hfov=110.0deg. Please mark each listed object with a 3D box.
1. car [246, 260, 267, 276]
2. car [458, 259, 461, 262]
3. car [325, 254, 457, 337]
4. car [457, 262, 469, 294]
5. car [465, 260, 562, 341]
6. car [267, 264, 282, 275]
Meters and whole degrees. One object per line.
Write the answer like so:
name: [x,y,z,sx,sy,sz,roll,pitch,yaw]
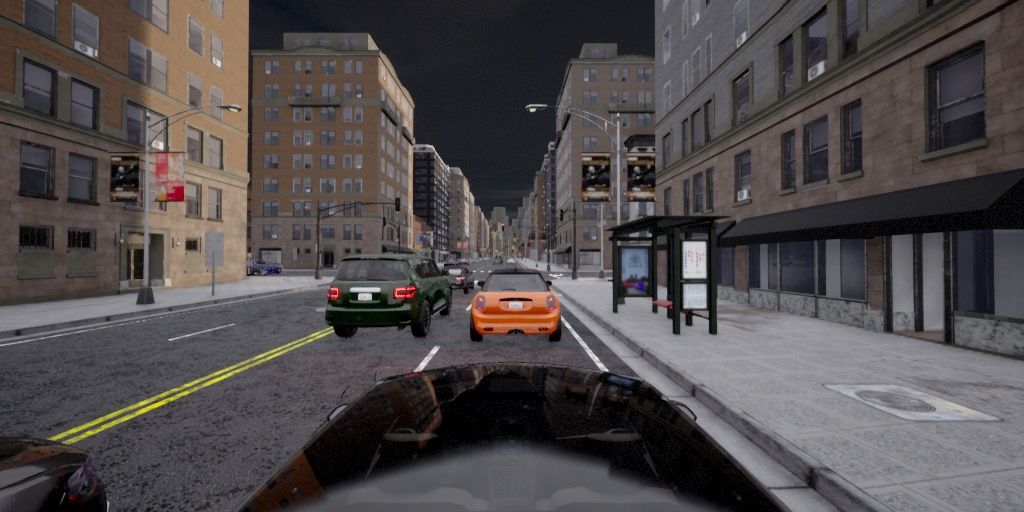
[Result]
car: [-25.489,1.165,31.997,5.357,1.411,2.033,0,-1,0]
car: [-9.970,1.368,58.424,1.895,1.301,4.718,0,0,0]
car: [-3.171,0.974,10.401,2.150,2.045,5.566,0,0,0]
car: [-3.199,1.282,20.108,1.812,1.442,4.674,0,0,0]
car: [0.080,1.104,10.015,2.097,1.767,4.553,0,0,0]
car: [-25.365,1.139,35.248,5.008,1.535,1.882,0,-1,0]
